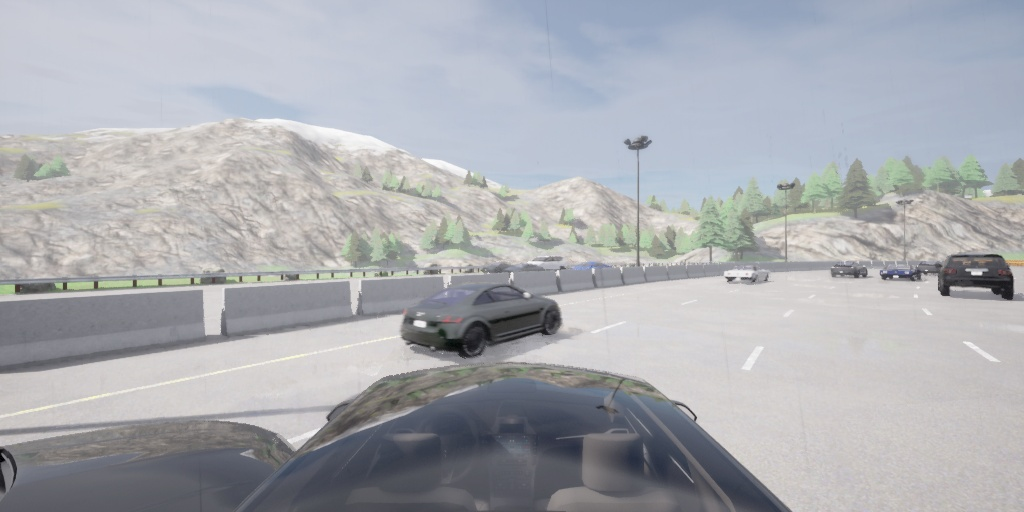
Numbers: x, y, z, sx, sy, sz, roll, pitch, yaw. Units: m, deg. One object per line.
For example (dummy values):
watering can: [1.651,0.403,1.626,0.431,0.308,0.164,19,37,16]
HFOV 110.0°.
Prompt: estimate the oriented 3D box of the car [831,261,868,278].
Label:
car: [31.373,1.241,33.354,4.902,1.511,2.128,0,0,-35]

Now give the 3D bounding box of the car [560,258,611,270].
car: [6.855,1.227,31.817,5.008,1.535,1.882,0,0,-42]

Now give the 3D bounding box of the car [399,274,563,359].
car: [-0.545,1.314,8.639,1.994,1.385,4.181,0,0,40]

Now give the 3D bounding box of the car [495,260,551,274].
car: [1.006,1.314,31.103,4.181,1.385,1.994,0,0,-44]

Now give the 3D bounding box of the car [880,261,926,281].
car: [32.304,1.351,29.743,4.718,1.301,1.895,0,0,-35]

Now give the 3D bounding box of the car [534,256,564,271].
car: [3.533,0.970,38.261,5.566,2.045,2.150,0,0,-42]

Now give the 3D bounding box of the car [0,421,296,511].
car: [-2.983,1.255,0.544,4.892,1.490,1.837,0,0,-45]

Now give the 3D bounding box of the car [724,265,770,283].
car: [18.165,1.351,27.571,4.718,1.301,1.895,0,0,-41]

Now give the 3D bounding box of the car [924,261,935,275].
car: [43.311,1.241,36.877,4.902,1.511,2.128,0,0,-31]

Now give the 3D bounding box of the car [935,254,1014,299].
car: [23.492,0.961,18.319,5.566,2.045,2.150,2,-1,-41]

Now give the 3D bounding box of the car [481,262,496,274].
car: [-1.285,1.314,38.567,4.181,1.385,1.994,0,0,-43]
